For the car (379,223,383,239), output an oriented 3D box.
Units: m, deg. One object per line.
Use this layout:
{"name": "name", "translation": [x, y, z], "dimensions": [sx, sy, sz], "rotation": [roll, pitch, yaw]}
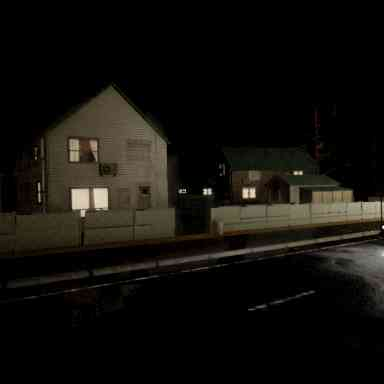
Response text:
{"name": "car", "translation": [10.430, 1.597, 14.978], "dimensions": [4.718, 1.301, 1.895], "rotation": [0, 0, -35]}
